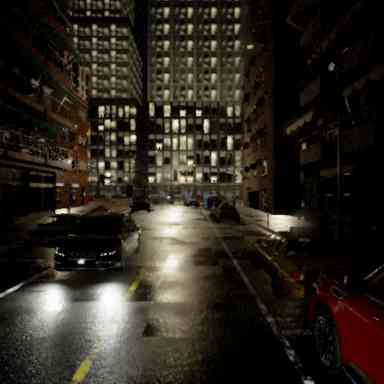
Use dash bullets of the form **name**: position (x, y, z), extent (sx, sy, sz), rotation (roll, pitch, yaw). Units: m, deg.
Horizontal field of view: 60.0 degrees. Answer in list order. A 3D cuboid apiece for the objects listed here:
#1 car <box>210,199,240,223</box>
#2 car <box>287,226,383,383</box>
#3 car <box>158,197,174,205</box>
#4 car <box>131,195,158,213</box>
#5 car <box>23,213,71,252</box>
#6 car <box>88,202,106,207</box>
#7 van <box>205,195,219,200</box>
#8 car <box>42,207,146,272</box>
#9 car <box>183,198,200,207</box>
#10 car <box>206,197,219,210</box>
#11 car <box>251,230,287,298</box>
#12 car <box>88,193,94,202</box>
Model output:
- **car**: position (2.571, 1.509, 25.235), extent (1.752, 1.417, 4.829), rotation (0, 0, 0)
- **car**: position (2.571, 1.313, 2.504), extent (2.192, 1.841, 5.009), rotation (0, 0, 0)
- **car**: position (-5.128, 1.492, 57.403), extent (4.181, 1.385, 1.994), rotation (1, 0, 29)
- **car**: position (-5.308, 1.295, 36.347), extent (2.192, 1.841, 5.009), rotation (0, 0, 0)
- **car**: position (-5.311, 1.572, 13.785), extent (1.802, 1.307, 4.206), rotation (0, 0, 0)
- **car**: position (-5.310, 1.512, 19.255), extent (1.752, 1.417, 4.829), rotation (0, 0, 0)
- **van**: position (2.573, 1.320, 41.986), extent (1.690, 1.788, 3.998), rotation (0, 0, 0)
- **car**: position (-2.836, 1.494, 10.892), extent (1.837, 1.490, 4.892), rotation (0, 1, 0)
- **car**: position (-0.072, 1.535, 48.999), extent (1.994, 1.385, 4.181), rotation (0, 0, -9)
- **car**: position (2.571, 1.507, 30.875), extent (1.752, 1.417, 4.829), rotation (0, 0, 0)
- **car**: position (2.570, 1.519, 8.314), extent (1.752, 1.417, 4.829), rotation (0, 0, 0)
- **car**: position (-20.868, 1.077, 61.965), extent (5.009, 1.841, 2.192), rotation (1, -1, 0)
